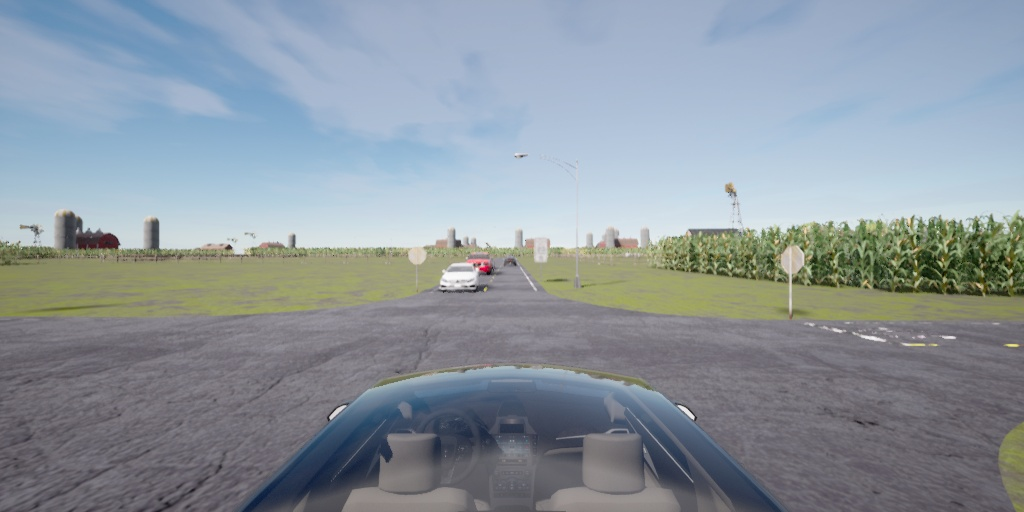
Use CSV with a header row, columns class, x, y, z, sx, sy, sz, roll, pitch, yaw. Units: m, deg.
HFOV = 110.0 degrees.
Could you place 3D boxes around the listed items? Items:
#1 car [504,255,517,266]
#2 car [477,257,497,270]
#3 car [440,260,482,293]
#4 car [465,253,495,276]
class,x,y,z,sx,sy,sz,roll,pitch,yaw
car,-0.268,0.744,52.758,1.837,1.490,4.892,0,1,0
car,-3.051,0.896,44.490,2.033,1.411,5.357,0,1,0
car,-2.777,1.132,19.669,1.812,1.442,4.674,0,1,-4
car,-3.011,0.691,33.277,2.150,2.045,5.566,0,0,-1
